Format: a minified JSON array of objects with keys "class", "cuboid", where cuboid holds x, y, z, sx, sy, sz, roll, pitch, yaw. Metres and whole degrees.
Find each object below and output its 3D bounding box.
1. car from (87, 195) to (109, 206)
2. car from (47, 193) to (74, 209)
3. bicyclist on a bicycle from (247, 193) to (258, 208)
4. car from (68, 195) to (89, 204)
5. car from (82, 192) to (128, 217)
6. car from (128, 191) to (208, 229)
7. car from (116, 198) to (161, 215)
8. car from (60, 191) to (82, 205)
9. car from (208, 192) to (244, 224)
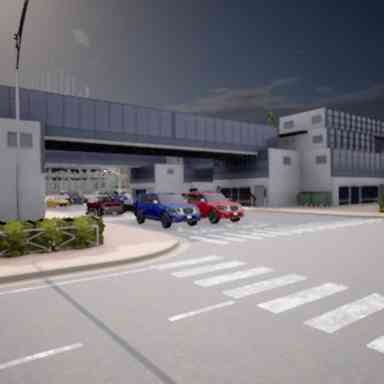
[{"class":"car","cuboid":[-14.362,1.252,50.817,1.812,1.442,4.674,-1,1,-35]},{"class":"car","cuboid":[-17.083,1.312,42.407,1.882,1.535,5.008,-1,1,-36]},{"class":"bicyclist on a bicycle","cuboid":[6.466,0.910,35.345,1.656,1.620,0.582,-1,1,-36]},{"class":"car","cuboid":[-19.983,1.274,58.506,2.033,1.411,5.357,-1,1,-36]},{"class":"car","cuboid":[-7.760,1.187,29.455,2.097,1.767,4.553,-1,1,-36]},{"class":"car","cuboid":[-1.729,1.057,21.072,2.150,2.045,5.566,-1,1,-35]},{"class":"car","cuboid":[-5.233,1.329,31.938,2.033,1.411,5.357,-1,1,-36]},{"class":"car","cuboid":[-17.421,1.132,48.910,2.097,1.767,4.553,-1,1,-35]},{"class":"car","cuboid":[1.118,1.003,23.150,2.150,2.045,5.566,-1,1,-36]}]
